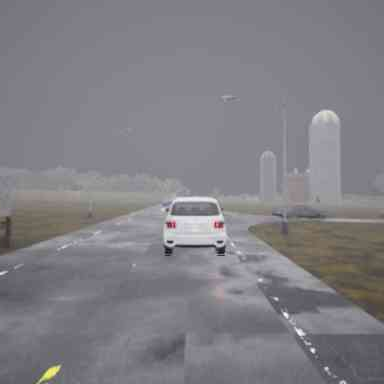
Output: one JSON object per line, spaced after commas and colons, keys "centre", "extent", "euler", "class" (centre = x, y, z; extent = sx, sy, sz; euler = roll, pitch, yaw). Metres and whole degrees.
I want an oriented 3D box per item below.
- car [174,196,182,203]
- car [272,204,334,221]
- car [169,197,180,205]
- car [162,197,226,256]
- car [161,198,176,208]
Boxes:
{"centre": [-3.506, 1.868, 83.026], "extent": [1.882, 1.535, 5.008], "euler": [0, -1, 0], "class": "car"}
{"centre": [10.063, 1.838, 30.386], "extent": [5.357, 1.411, 2.033], "euler": [2, -2, -9], "class": "car"}
{"centre": [-3.510, 1.750, 67.490], "extent": [1.882, 1.535, 5.008], "euler": [0, 0, 0], "class": "car"}
{"centre": [0.099, 1.233, 13.341], "extent": [2.150, 2.045, 5.566], "euler": [0, 0, 0], "class": "car"}
{"centre": [-3.577, 1.647, 51.737], "extent": [1.882, 1.535, 5.008], "euler": [0, -1, 0], "class": "car"}
